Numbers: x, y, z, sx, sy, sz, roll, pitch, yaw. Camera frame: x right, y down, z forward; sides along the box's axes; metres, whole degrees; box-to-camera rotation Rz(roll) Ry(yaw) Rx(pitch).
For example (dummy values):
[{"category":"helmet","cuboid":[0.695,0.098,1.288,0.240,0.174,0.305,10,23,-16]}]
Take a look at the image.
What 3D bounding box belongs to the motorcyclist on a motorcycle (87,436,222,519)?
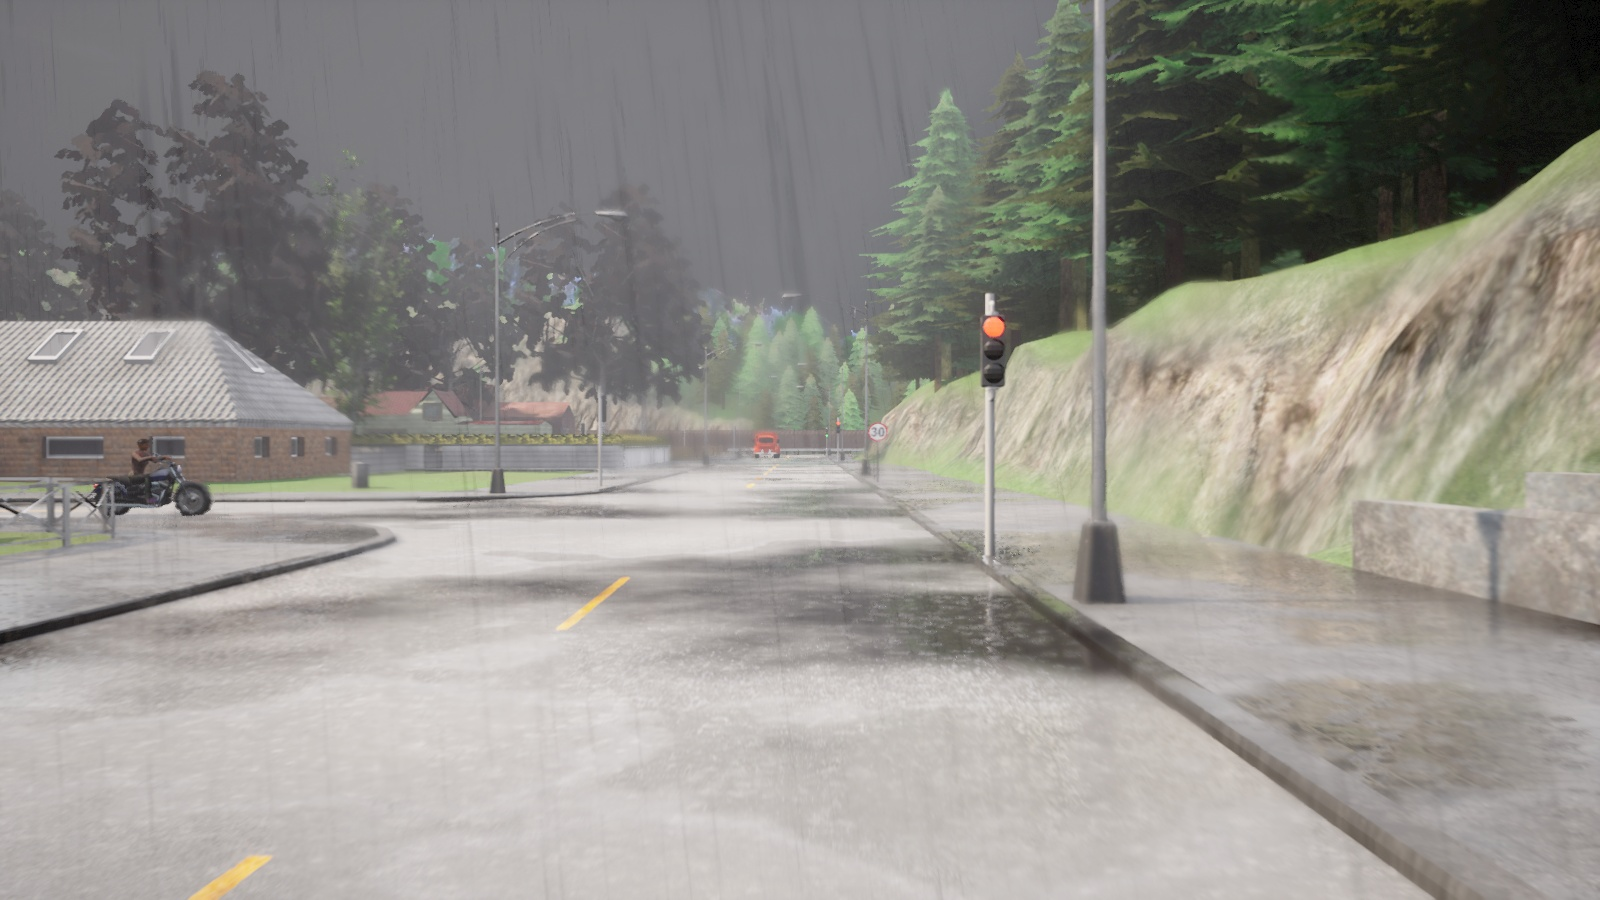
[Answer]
[{"category":"motorcyclist on a motorcycle","cuboid":[-13.098,0.542,25.521,2.350,1.649,0.766,0,0,0]}]
